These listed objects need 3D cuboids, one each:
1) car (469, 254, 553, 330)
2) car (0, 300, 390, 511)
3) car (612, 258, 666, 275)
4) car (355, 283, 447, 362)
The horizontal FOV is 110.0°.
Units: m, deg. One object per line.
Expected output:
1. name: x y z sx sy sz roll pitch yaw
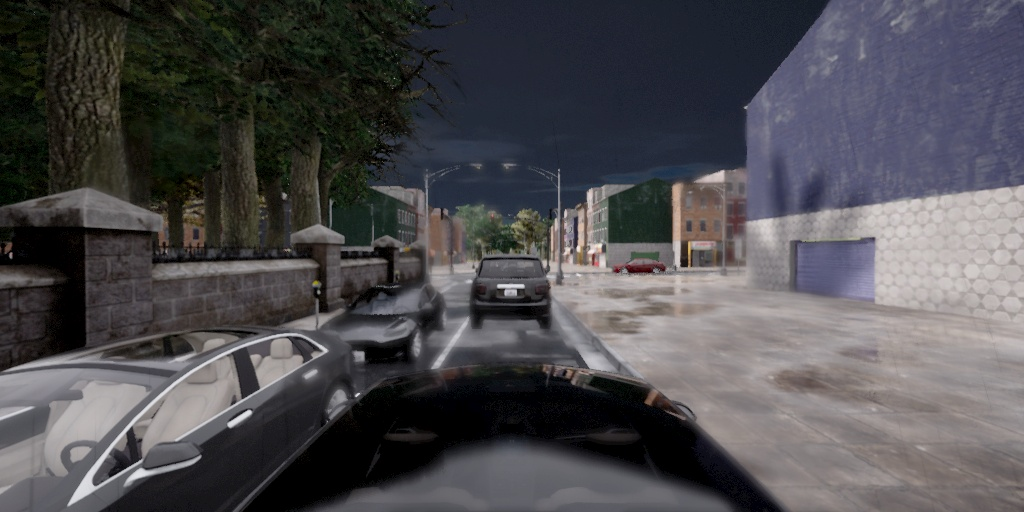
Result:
1. car: -0.010 0.962 11.189 2.150 2.045 5.566 0 0 0
2. car: -2.640 1.299 2.506 2.007 1.370 4.403 0 0 0
3. car: 12.223 1.009 34.758 5.008 1.535 1.882 -1 1 0
4. car: -2.632 1.309 8.194 1.948 1.339 4.313 0 0 0
